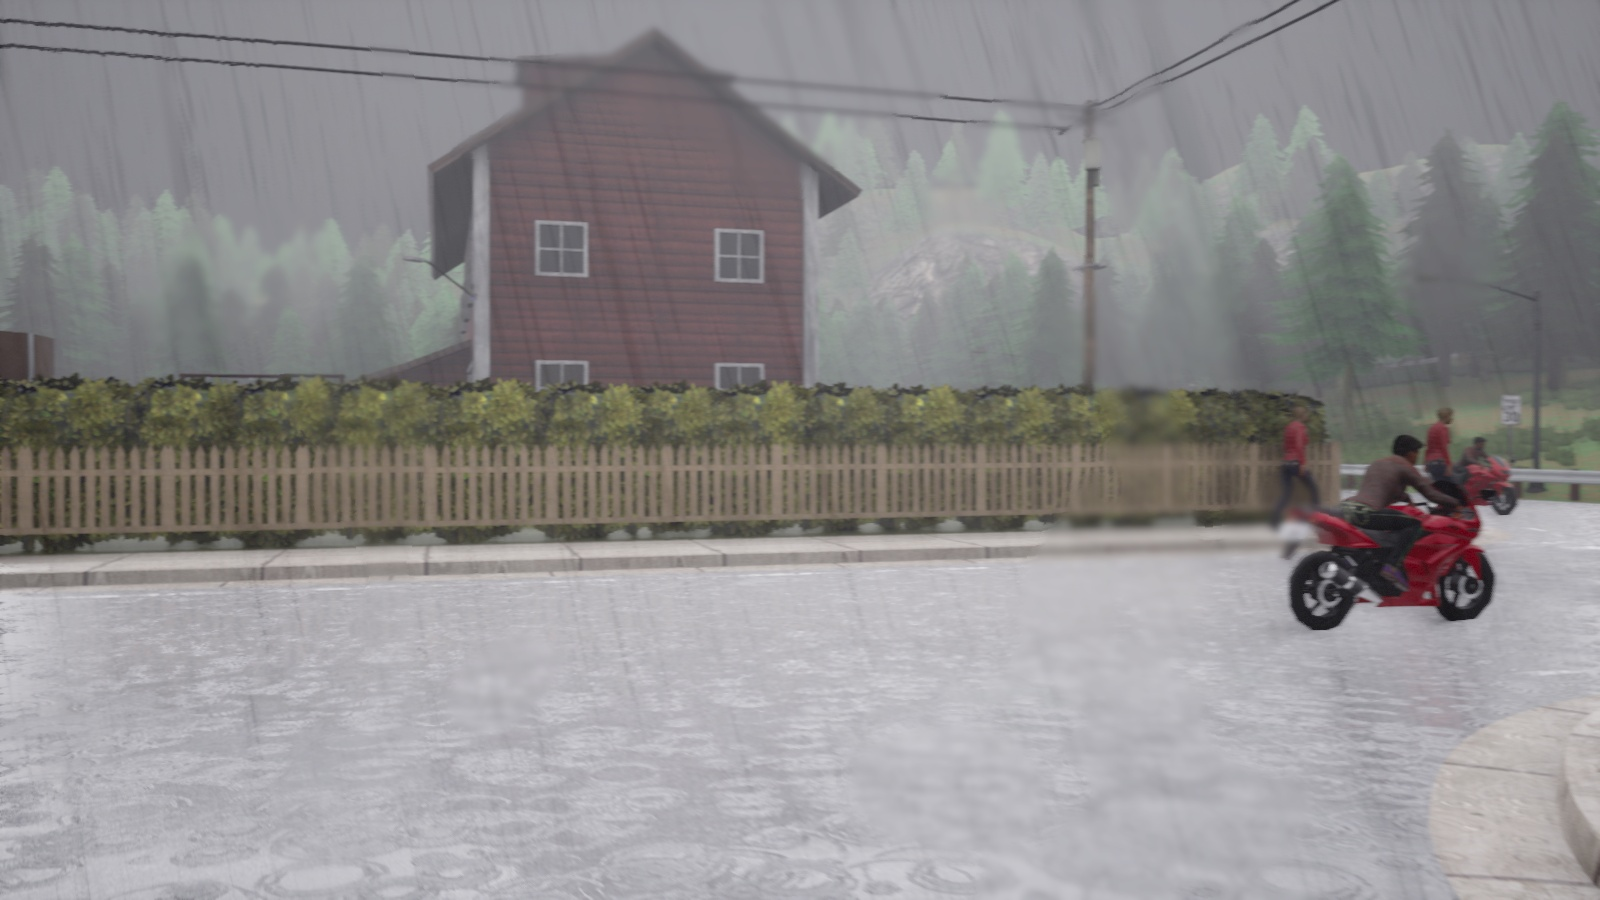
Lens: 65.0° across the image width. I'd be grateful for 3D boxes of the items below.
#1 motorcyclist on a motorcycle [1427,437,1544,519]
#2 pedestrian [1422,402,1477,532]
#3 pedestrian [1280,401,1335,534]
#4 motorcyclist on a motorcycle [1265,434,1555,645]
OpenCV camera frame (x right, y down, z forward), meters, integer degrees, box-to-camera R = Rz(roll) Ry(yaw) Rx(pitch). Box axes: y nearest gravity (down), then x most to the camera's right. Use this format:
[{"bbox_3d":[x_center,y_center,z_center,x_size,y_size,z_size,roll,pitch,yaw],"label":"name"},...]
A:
[{"bbox_3d":[13.298,0.509,24.423,0.797,1.523,2.044,0,1,-15],"label":"motorcyclist on a motorcycle"},{"bbox_3d":[9.353,0.239,18.089,0.636,1.846,0.331,0,1,11],"label":"pedestrian"},{"bbox_3d":[7.110,0.244,17.602,0.636,1.846,0.331,0,1,-12],"label":"pedestrian"},{"bbox_3d":[4.746,0.640,9.783,2.044,1.523,0.797,0,1,-19],"label":"motorcyclist on a motorcycle"}]
